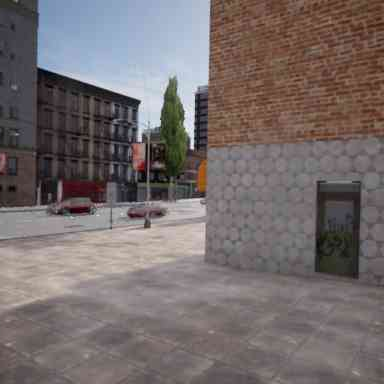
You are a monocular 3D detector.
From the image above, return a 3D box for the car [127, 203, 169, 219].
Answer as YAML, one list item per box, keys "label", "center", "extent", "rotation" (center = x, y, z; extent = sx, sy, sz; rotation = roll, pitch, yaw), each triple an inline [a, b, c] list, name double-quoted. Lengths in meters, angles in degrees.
- label: "car"
  center: [-4.057, 1.717, 31.085]
  extent: [1.994, 1.385, 4.181]
  rotation: [2, 1, 35]

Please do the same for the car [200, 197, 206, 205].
- label: "car"
  center: [3.091, 1.319, 52.622]
  extent: [2.128, 1.511, 4.902]
  rotation: [2, 1, 35]

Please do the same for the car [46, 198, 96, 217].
- label: "car"
  center: [-11.567, 1.360, 31.860]
  extent: [2.097, 1.767, 4.553]
  rotation: [2, 1, 35]
